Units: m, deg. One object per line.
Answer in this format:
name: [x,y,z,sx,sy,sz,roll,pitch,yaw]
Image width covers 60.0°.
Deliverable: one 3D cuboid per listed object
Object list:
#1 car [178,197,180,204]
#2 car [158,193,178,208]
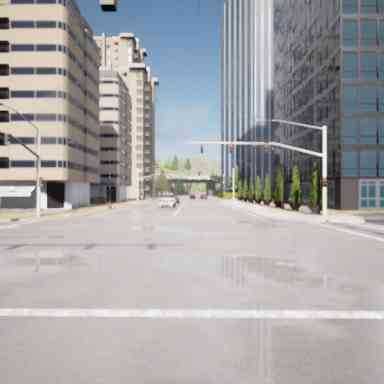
car: [-3.432,1.481,64.285,1.882,1.535,5.008,0,0,1]
car: [-3.513,1.224,47.537,2.150,2.045,5.566,0,0,0]
